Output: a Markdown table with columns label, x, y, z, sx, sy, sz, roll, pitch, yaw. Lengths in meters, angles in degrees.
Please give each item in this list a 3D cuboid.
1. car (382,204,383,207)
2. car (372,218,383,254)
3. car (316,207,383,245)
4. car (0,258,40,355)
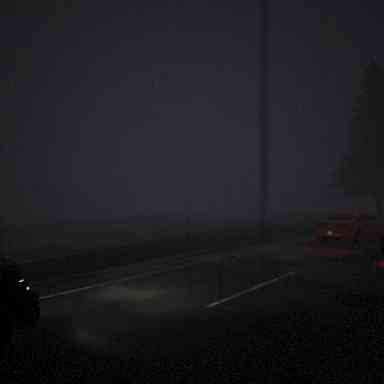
| label | x | y | z | sx | sy | sz | roll | pitch | yaw |
| --- | --- | --- | --- | --- | --- | --- | --- | --- | --- |
| car | 31.977 | 2.162 | 51.973 | 4.892 | 1.490 | 1.837 | -3 | -2 | 41 |
| car | 9.156 | 1.718 | 13.235 | 4.181 | 1.385 | 1.994 | 0 | -2 | -42 |
| car | 8.274 | 1.752 | 17.127 | 5.008 | 1.535 | 1.882 | 0 | -2 | -41 |
| car | -4.884 | 1.443 | 3.950 | 2.150 | 2.045 | 5.566 | -3 | -2 | 42 |
